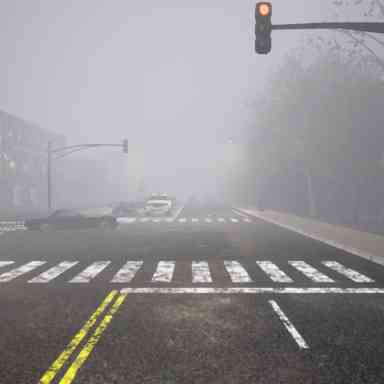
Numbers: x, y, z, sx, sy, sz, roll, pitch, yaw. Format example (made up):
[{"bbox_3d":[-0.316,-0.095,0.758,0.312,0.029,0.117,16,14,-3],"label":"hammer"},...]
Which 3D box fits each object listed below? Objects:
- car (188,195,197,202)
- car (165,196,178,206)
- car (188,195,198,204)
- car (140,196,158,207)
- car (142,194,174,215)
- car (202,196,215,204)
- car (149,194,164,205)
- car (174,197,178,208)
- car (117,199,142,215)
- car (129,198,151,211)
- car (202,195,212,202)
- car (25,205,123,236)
[{"bbox_3d":[0.087,1.448,75.017,1.882,1.535,5.008,0,0,0],"label":"car"},{"bbox_3d":[-3.277,1.486,53.940,1.837,1.490,4.892,0,0,0],"label":"car"},{"bbox_3d":[0.172,1.467,64.707,2.128,1.511,4.902,0,0,0],"label":"car"},{"bbox_3d":[-6.530,1.473,51.124,2.128,1.511,4.902,0,0,0],"label":"car"},{"bbox_3d":[-3.304,1.211,33.735,2.150,2.045,5.566,0,0,0],"label":"car"},{"bbox_3d":[3.423,1.576,64.722,1.895,1.301,4.718,0,0,0],"label":"car"},{"bbox_3d":[-6.493,1.329,61.178,2.097,1.767,4.553,0,0,0],"label":"car"},{"bbox_3d":[-3.291,1.586,43.791,1.895,1.301,4.718,0,0,1],"label":"car"},{"bbox_3d":[-6.557,1.591,33.142,1.895,1.301,4.718,0,0,0],"label":"car"},{"bbox_3d":[-6.537,1.550,42.070,1.994,1.385,4.181,0,0,1],"label":"car"},{"bbox_3d":[3.335,1.510,74.740,2.033,1.411,5.357,0,0,0],"label":"car"},{"bbox_3d":[-6.487,1.594,18.280,4.718,1.301,1.895,0,0,-22],"label":"car"}]
